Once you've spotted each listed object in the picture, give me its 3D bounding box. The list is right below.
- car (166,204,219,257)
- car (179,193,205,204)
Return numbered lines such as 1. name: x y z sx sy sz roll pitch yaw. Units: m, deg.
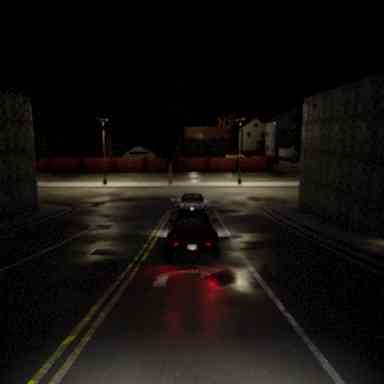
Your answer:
1. car: 0.034 1.472 12.780 1.812 1.442 4.674 0 2 1
2. car: 0.065 0.765 26.043 1.895 1.301 4.718 0 4 2
